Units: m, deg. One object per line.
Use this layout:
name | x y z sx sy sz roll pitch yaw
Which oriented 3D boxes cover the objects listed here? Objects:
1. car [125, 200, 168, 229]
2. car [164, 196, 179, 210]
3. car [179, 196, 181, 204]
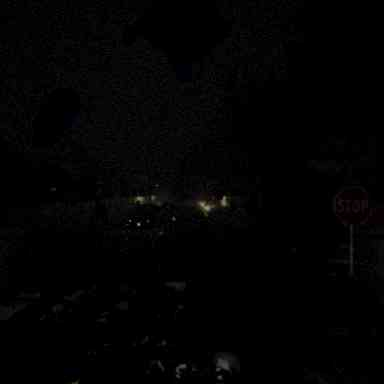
car | -2.964 1.562 21.772 1.837 1.490 4.892 0 2 3
car | -3.051 1.587 44.050 1.812 1.442 4.674 0 0 0
car | -3.228 1.614 69.625 1.882 1.535 5.008 0 0 0
